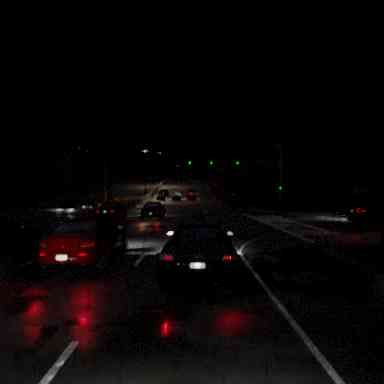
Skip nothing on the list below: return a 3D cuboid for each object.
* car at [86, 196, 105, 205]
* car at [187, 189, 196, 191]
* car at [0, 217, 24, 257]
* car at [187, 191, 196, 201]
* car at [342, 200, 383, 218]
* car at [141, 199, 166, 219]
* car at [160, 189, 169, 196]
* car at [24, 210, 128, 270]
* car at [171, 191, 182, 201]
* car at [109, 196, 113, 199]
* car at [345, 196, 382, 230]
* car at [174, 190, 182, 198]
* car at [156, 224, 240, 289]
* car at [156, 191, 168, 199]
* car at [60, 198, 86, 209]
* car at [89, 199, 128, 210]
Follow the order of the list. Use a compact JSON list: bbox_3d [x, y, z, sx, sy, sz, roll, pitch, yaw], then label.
[{"bbox_3d":[-17.511,1.701,58.522,2.033,1.411,5.357,0,0,0],"label":"car"},{"bbox_3d":[-0.162,0.132,86.345,2.150,2.045,5.566,0,6,0],"label":"car"},{"bbox_3d":[-6.901,1.556,11.266,1.812,1.442,4.674,0,0,0],"label":"car"},{"bbox_3d":[-0.105,1.199,75.979,1.882,1.535,5.008,0,3,0],"label":"car"},{"bbox_3d":[17.018,1.559,31.235,5.008,1.535,1.882,0,0,0],"label":"car"},{"bbox_3d":[-3.399,1.603,29.620,1.812,1.442,4.674,0,0,0],"label":"car"},{"bbox_3d":[-7.157,0.204,85.569,2.150,2.045,5.566,0,6,0],"label":"car"},{"bbox_3d":[-3.400,1.555,10.980,1.812,1.442,4.674,0,0,0],"label":"car"},{"bbox_3d":[-3.603,1.269,75.572,1.812,1.442,4.674,0,3,0],"label":"car"},{"bbox_3d":[-17.565,1.513,68.611,1.882,1.535,5.008,0,1,0],"label":"car"},{"bbox_3d":[12.758,1.276,20.831,5.566,2.045,2.150,0,0,3],"label":"car"},{"bbox_3d":[-3.658,0.505,85.592,1.812,1.442,4.674,0,6,0],"label":"car"},{"bbox_3d":[0.222,1.588,9.287,1.994,1.385,4.181,0,0,3],"label":"car"},{"bbox_3d":[-7.103,1.269,75.553,1.812,1.442,4.674,0,3,0],"label":"car"},{"bbox_3d":[-17.561,1.633,48.620,1.837,1.490,4.892,0,0,0],"label":"car"},{"bbox_3d":[-6.899,1.623,28.815,2.033,1.411,5.357,0,0,0],"label":"car"}]
